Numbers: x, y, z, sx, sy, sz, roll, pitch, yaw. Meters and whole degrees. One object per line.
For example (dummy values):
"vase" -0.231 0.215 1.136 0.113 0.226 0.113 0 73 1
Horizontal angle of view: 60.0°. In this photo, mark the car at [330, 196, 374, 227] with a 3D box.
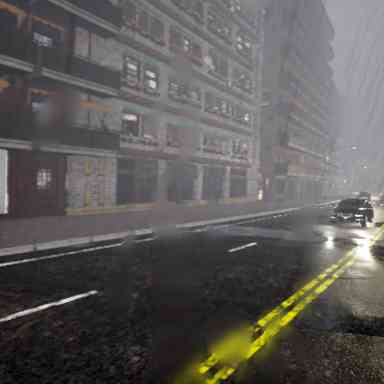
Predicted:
"car" 9.811 1.180 20.213 1.837 1.490 4.892 3 2 35

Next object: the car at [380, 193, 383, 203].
"car" 30.225 0.916 51.403 2.033 1.411 5.357 3 2 32

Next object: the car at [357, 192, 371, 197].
"car" 27.408 0.743 53.050 1.812 1.442 4.674 3 2 32
